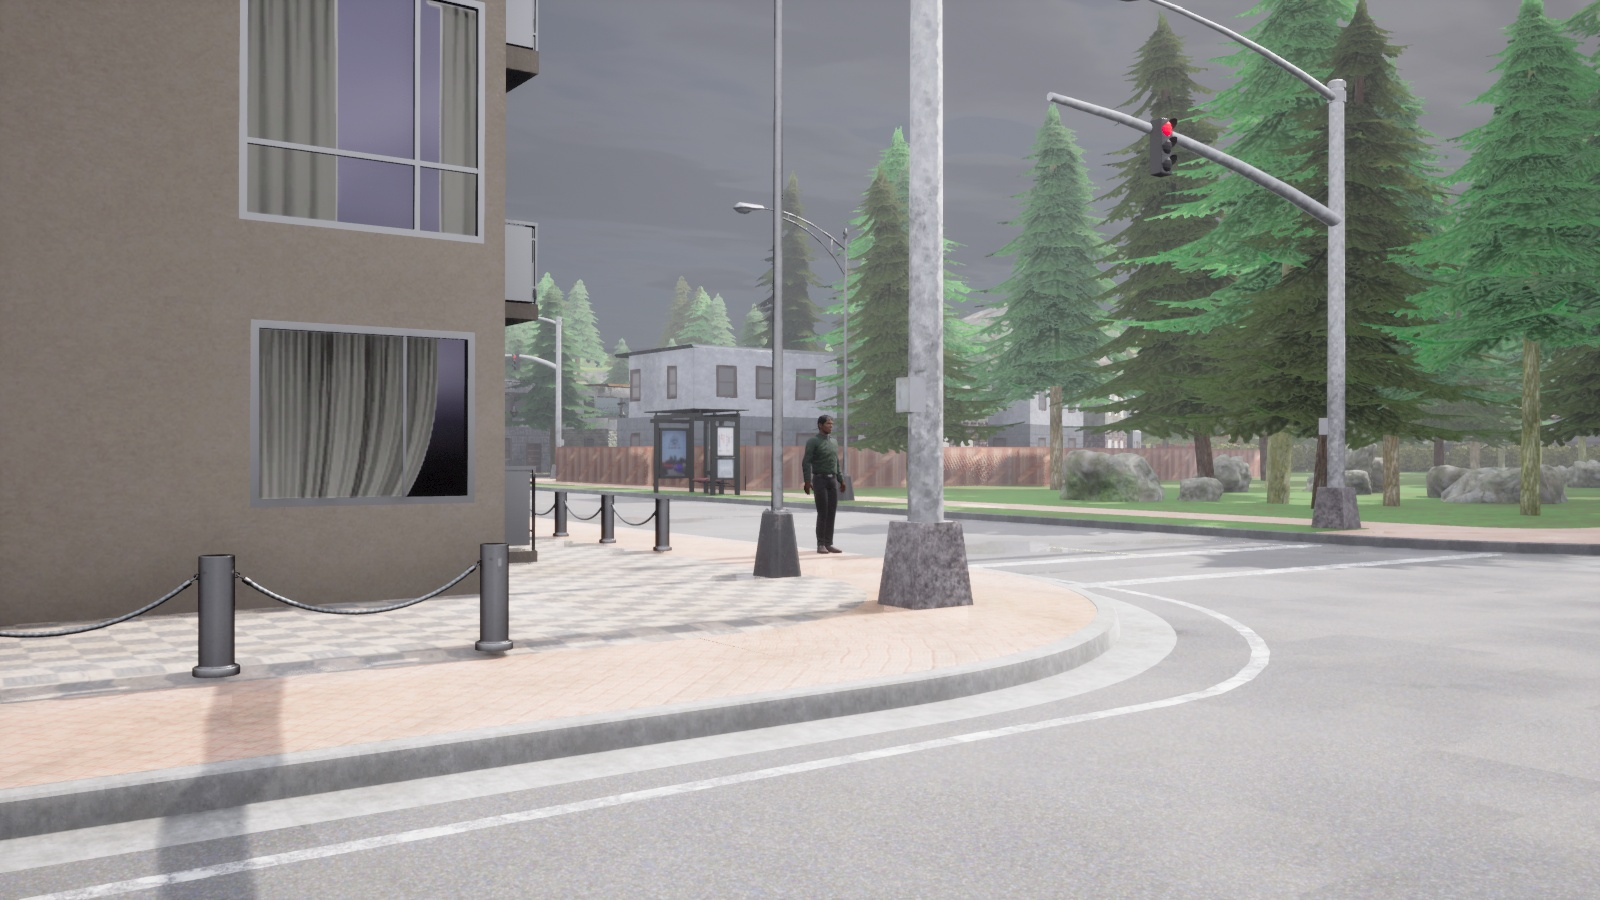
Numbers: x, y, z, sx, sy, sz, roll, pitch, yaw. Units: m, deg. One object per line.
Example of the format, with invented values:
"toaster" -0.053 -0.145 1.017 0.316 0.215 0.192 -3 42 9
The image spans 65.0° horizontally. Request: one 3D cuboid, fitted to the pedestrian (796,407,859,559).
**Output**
"pedestrian" 0.359 0.430 16.557 0.423 1.949 0.788 0 0 -37
